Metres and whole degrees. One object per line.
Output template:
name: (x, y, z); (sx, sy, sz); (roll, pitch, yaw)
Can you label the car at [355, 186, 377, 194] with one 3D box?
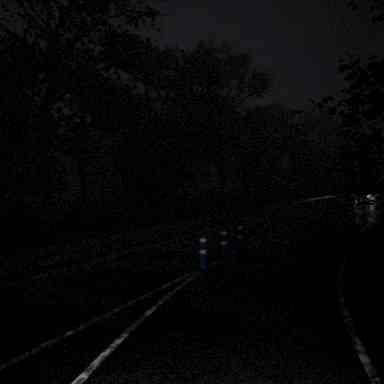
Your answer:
car: (22.570, -0.545, 42.981); (1.812, 1.442, 4.674); (-1, 3, 41)
